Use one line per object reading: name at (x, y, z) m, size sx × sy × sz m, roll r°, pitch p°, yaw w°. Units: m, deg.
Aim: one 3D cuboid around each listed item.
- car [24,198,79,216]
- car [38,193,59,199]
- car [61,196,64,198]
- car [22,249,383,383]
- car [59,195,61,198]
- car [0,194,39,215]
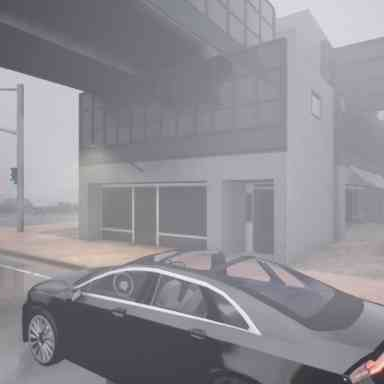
car at (-13.405, 1.598, 32.655) m, size 1.895 × 1.301 × 4.718 m, roll 0°, pitch 0°, yaw 36°
car at (-30.588, 1.148, 69.404) m, size 4.605 × 1.855 × 1.932 m, roll 0°, pitch 0°, yaw 35°
car at (-12.565, 1.475, 39.660) m, size 1.882 × 1.535 × 5.008 m, roll 0°, pitch 0°, yaw 37°
car at (-0.217, 1.491, 4.148) m, size 4.902 × 1.511 × 2.128 m, roll 0°, pitch 0°, yaw 35°
car at (-28.861, 1.358, 71.730) m, size 3.905 × 1.438 × 1.784 m, roll 0°, pitch 0°, yaw 35°
car at (-17.903, 1.349, 32.429) m, size 2.097 × 1.767 × 4.553 m, roll 0°, pitch 0°, yaw 36°
